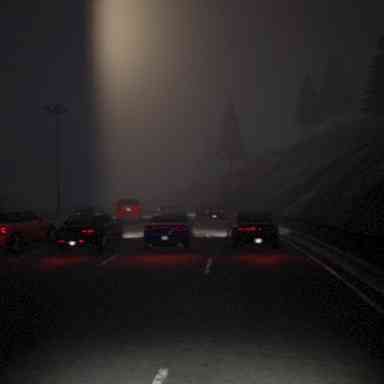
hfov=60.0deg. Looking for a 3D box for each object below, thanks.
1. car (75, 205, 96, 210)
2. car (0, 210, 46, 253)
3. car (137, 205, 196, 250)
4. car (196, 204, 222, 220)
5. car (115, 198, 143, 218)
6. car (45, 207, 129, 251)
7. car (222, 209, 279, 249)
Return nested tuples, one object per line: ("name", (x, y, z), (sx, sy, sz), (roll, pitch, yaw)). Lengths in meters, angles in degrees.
("car", (-8.904, 1.837, 28.220), (1.837, 1.490, 4.892), (-1, 0, -10))
("car", (-7.955, 1.585, 14.945), (2.097, 1.767, 4.553), (-1, -1, 2))
("car", (-0.950, 1.584, 15.048), (1.882, 1.535, 5.008), (-1, 0, 2))
("car", (1.475, 1.748, 29.846), (1.895, 1.301, 4.718), (-1, 0, -10))
("car", (-5.410, 1.483, 28.555), (2.150, 2.045, 5.566), (-1, 0, -10))
("car", (-4.449, 1.678, 15.031), (1.837, 1.490, 4.892), (-1, 0, 2))
("car", (2.543, 1.547, 14.733), (1.837, 1.490, 4.892), (-1, 0, 2))
